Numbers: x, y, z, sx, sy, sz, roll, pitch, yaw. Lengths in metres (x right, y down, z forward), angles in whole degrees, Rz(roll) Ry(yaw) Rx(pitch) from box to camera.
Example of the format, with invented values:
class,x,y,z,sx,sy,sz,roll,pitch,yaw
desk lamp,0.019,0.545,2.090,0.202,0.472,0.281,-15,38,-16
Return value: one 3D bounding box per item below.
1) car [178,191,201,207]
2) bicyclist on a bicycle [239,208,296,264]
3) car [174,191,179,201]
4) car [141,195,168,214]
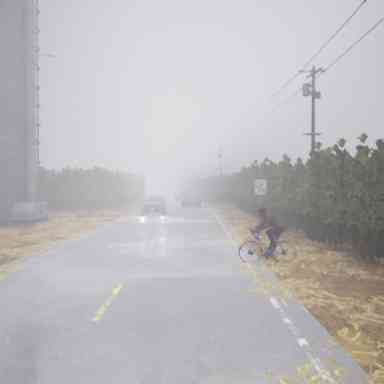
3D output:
class,x,y,z,sx,sy,sz,roll,pitch,yaw
car,-0.154,0.881,35.634,1.994,1.385,4.181,0,1,-4
bicyclist on a bicycle,2.164,1.275,9.533,1.656,1.620,0.582,0,1,0
car,-1.551,0.561,49.359,1.837,1.490,4.892,0,1,-8
car,-3.024,1.036,27.527,1.837,1.490,4.892,0,1,-1
